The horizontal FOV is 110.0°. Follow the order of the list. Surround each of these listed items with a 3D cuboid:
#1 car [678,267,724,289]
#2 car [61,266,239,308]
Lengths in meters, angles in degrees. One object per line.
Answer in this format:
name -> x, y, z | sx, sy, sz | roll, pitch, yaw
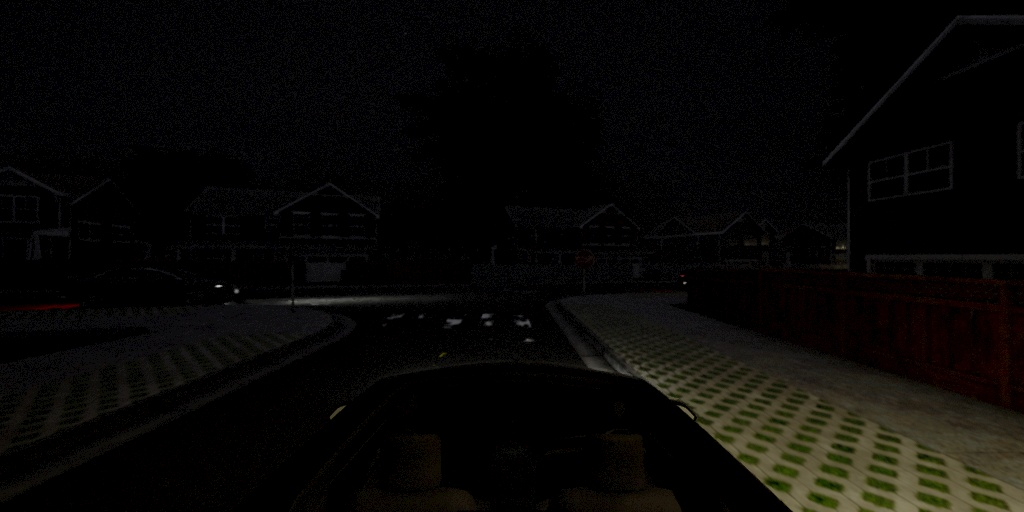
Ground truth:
car -> 13.286, 1.485, 23.597 | 4.892, 1.490, 1.837 | 1, 0, -20
car -> -13.516, 1.130, 13.732 | 4.902, 1.511, 2.128 | 1, 0, -20
